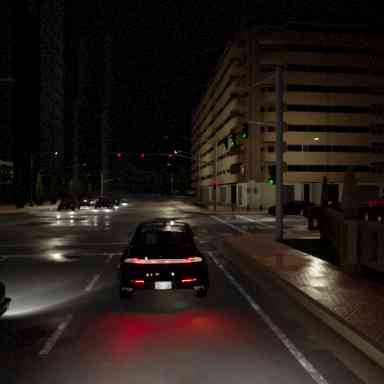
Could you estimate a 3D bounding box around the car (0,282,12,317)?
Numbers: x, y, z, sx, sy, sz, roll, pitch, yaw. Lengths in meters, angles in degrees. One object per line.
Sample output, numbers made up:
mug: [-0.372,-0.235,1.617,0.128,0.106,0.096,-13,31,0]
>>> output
car: [-3.775,1.547,3.047,2.033,1.411,5.357,0,0,-4]

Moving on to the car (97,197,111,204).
car: [-17.649,1.601,66.847,1.895,1.301,4.718,0,0,-6]

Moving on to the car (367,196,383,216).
car: [19.630,1.276,32.536,5.566,2.045,2.150,0,0,-6]

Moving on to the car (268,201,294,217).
car: [9.696,1.533,31.399,5.008,1.535,1.882,0,0,-7]

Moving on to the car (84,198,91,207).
car: [-15.899,1.547,49.984,2.033,1.411,5.357,0,0,-6]

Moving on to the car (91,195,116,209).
car: [-11.802,1.526,44.790,1.812,1.442,4.674,0,0,-5]

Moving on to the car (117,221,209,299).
car: [-0.711,1.492,8.491,2.128,1.511,4.902,0,0,-4]

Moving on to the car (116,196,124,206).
car: [-12.787,1.352,53.785,2.097,1.767,4.553,0,0,-6]

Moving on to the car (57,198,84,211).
car: [-14.859,1.526,40.415,1.812,1.442,4.674,0,0,-6]

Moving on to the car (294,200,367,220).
car: [11.627,1.547,28.096,4.902,1.511,2.128,0,0,-6]

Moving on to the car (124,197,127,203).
car: [-14.156,1.600,67.099,1.895,1.301,4.718,0,0,-6]
